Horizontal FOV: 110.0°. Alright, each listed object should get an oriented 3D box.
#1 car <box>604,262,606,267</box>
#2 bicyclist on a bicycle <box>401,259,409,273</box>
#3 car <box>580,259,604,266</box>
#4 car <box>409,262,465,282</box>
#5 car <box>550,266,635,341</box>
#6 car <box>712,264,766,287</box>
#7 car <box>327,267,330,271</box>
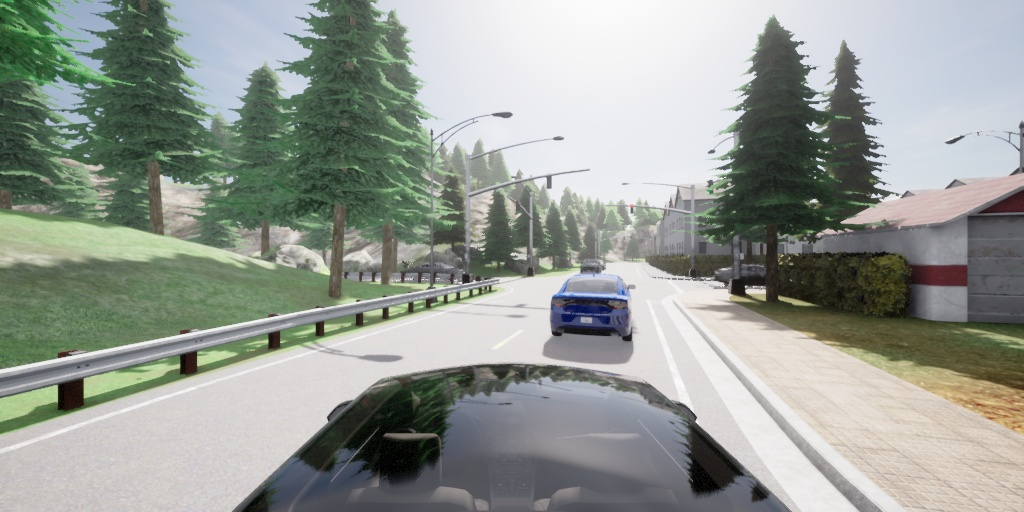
[{"bbox_3d":[12.772,1.297,52.735,2.033,1.411,5.357,0,0,19],"label":"car"},{"bbox_3d":[-11.447,1.166,38.035,0.582,1.620,1.656,-2,5,18],"label":"bicyclist on a bicycle"},{"bbox_3d":[9.438,1.101,42.821,2.097,1.767,4.553,0,0,19],"label":"car"},{"bbox_3d":[-5.902,1.256,28.799,4.902,1.511,2.128,0,0,18],"label":"car"},{"bbox_3d":[2.372,1.228,10.062,1.882,1.535,5.008,0,0,18],"label":"car"},{"bbox_3d":[15.079,1.256,21.937,4.902,1.511,2.128,0,0,18],"label":"car"},{"bbox_3d":[-19.139,1.242,33.131,5.008,1.535,1.882,0,0,18],"label":"car"}]
